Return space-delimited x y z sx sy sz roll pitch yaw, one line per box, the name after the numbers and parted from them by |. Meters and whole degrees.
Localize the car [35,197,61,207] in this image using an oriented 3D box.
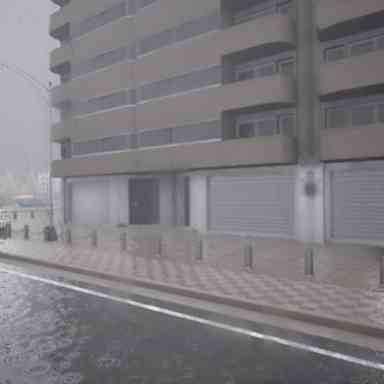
-29.920 2.161 69.343 1.970 1.475 3.806 -1 0 35 | car

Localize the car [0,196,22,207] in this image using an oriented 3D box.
-43.782 2.106 79.009 1.932 1.855 4.605 -1 0 35 | car
